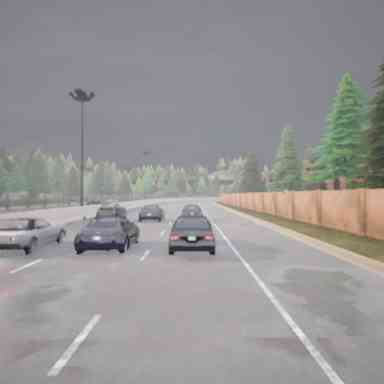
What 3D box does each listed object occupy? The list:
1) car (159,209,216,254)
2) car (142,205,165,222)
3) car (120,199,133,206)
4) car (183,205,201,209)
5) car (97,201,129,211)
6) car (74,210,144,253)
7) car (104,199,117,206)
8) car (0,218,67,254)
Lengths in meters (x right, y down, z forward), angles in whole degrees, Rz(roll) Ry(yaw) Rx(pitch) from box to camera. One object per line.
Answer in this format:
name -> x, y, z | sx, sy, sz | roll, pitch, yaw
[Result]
car -> -0.001, 1.677, 13.981 | 2.033, 1.411, 5.357 | 0, 0, 0
car -> -3.498, 1.835, 29.285 | 1.994, 1.385, 4.181 | 0, 0, 0
car -> -14.015, 2.210, 71.578 | 1.994, 1.385, 4.181 | 0, -1, 0
car -> -0.004, 1.815, 28.980 | 2.033, 1.411, 5.357 | 0, 0, 0
car -> -7.001, 1.763, 29.285 | 2.128, 1.511, 4.902 | 0, 0, 0
car -> -3.496, 1.697, 14.280 | 1.994, 1.385, 4.181 | 0, 0, 0
car -> -17.515, 2.182, 71.577 | 1.812, 1.442, 4.674 | 0, -1, 0
car -> -7.000, 1.731, 14.097 | 1.895, 1.301, 4.718 | 0, 0, 0
